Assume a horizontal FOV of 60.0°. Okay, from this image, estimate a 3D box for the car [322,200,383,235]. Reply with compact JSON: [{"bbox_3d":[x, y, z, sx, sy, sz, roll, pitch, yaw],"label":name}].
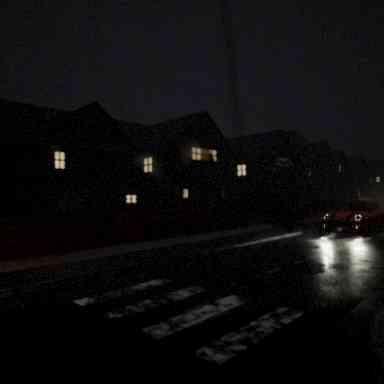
[{"bbox_3d":[8.940,1.264,18.275,2.097,1.767,4.553,-2,-1,45],"label":"car"}]
